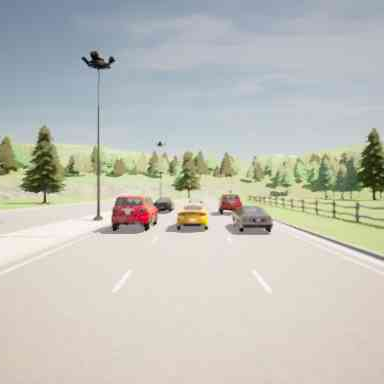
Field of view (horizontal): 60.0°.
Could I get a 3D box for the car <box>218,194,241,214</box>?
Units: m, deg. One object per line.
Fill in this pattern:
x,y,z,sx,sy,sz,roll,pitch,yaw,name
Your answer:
3.901,1.182,34.496,2.150,2.045,5.566,0,0,2,car

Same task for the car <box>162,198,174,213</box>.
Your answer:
-3.010,1.432,37.131,1.882,1.535,5.008,0,0,2,car

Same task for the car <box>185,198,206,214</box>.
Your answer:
0.440,1.449,35.612,2.128,1.511,4.902,0,0,2,car

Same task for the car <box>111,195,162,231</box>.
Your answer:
-3.438,1.198,20.728,2.150,2.045,5.566,0,0,1,car

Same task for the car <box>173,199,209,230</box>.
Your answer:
0.066,1.452,21.067,1.882,1.535,5.008,0,0,1,car

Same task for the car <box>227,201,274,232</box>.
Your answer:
3.544,1.523,20.107,2.033,1.411,5.357,0,0,1,car
